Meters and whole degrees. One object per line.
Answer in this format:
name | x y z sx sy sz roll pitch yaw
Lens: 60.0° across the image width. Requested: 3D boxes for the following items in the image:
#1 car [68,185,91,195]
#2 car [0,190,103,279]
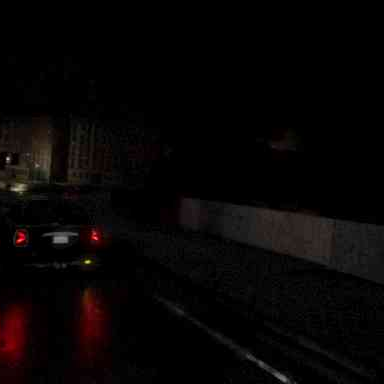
car | -16.345 -0.332 48.415 1.812 1.442 4.674 5 2 7
car | -4.064 0.964 9.057 2.097 1.767 4.553 4 1 -34
